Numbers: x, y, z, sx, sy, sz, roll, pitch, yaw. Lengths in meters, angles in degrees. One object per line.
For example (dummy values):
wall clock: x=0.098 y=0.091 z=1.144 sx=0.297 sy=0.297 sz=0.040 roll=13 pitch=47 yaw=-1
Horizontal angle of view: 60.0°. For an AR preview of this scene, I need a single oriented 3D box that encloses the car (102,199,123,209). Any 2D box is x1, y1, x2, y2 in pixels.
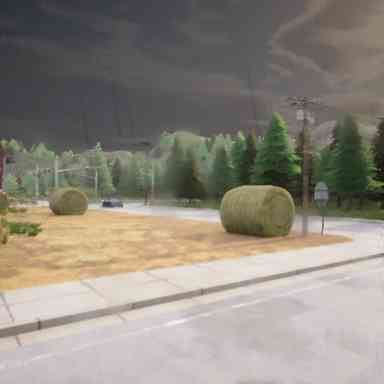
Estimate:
car: x=-12.235 y=1.768 z=51.189 sx=1.812 sy=1.442 sz=4.674 roll=1 pitch=-1 yaw=-38
